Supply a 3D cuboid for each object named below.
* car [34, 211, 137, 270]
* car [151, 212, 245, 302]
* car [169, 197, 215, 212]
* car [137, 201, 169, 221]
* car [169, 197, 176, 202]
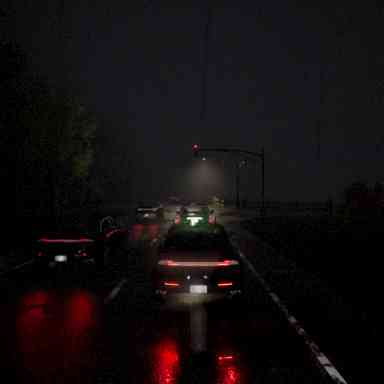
[{"bbox_3d":[-3.378,1.494,11.009,2.128,1.511,4.902,0,0,0],"label":"car"},{"bbox_3d":[0.116,1.494,8.270,2.128,1.511,4.902,0,0,0],"label":"car"},{"bbox_3d":[0.132,1.356,17.420,2.097,1.767,4.553,0,0,0],"label":"car"},{"bbox_3d":[-3.349,1.499,27.024,2.128,1.511,4.902,0,0,0],"label":"car"},{"bbox_3d":[-3.286,1.552,60.721,2.033,1.411,5.357,0,0,0],"label":"car"}]
